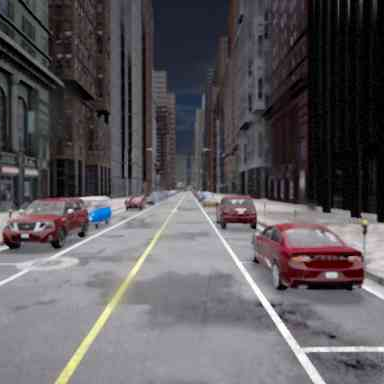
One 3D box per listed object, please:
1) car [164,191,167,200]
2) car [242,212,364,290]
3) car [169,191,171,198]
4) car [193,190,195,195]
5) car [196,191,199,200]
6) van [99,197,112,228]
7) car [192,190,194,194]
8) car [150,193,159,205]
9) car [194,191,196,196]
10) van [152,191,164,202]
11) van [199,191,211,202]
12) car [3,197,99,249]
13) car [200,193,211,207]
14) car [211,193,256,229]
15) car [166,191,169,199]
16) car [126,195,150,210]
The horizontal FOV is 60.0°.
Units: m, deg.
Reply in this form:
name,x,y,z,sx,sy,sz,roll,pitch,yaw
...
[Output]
name,x,y,z,sx,sy,sz,roll,pitch,yaw
car,-6.446,1.037,64.936,1.947,1.339,4.313,0,0,-1
car,2.682,1.457,8.681,1.887,1.381,4.507,0,1,-1
car,-6.568,0.696,76.206,2.192,1.841,5.009,0,0,-1
car,1.897,0.747,81.944,1.967,1.590,4.097,0,0,-1
car,2.138,0.929,59.402,1.967,1.590,4.097,0,0,-1
van,-5.965,1.183,19.844,1.690,1.788,3.998,0,1,-1
car,1.775,0.532,93.216,2.192,1.841,5.009,0,0,-1
car,-6.265,1.174,48.028,1.947,1.339,4.313,0,0,-1
car,2.018,0.949,70.674,2.008,1.369,4.403,0,0,-1
van,-6.387,0.858,59.298,1.690,1.788,3.998,0,0,-1
van,2.258,0.921,48.129,1.690,1.788,3.998,0,0,-1
car,-5.904,1.206,14.208,2.192,1.841,5.009,0,1,-1
car,2.317,1.149,42.665,1.752,1.417,4.829,0,0,-1
car,2.560,1.129,19.950,2.192,1.841,5.009,0,0,-1
car,-6.506,0.992,70.573,1.947,1.339,4.313,0,0,-1
car,-6.145,1.244,36.755,1.887,1.381,4.507,0,0,-1
